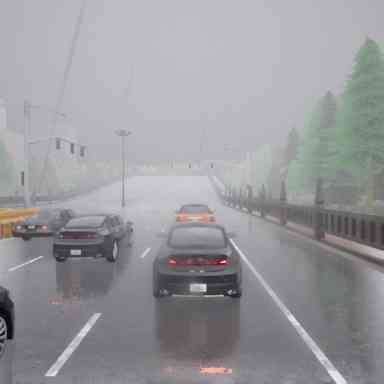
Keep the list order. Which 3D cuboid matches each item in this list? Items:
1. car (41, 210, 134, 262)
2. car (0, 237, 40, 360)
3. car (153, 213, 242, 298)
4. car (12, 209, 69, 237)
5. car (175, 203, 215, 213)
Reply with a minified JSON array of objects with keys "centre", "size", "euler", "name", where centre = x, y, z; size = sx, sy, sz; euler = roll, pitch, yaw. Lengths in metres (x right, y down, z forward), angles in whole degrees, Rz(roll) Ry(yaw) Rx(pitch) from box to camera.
[{"centre":[-3.365,1.505,12.071],"size":[1.837,1.490,4.892],"euler":[0,0,0],"name":"car"},{"centre":[-3.393,1.492,2.717],"size":[2.128,1.511,4.902],"euler":[0,0,0],"name":"car"},{"centre":[0.124,1.505,8.497],"size":[1.837,1.490,4.892],"euler":[0,0,0],"name":"car"},{"centre":[-6.853,1.547,16.733],"size":[2.033,1.411,5.357],"euler":[0,0,0],"name":"car"},{"centre":[0.150,1.352,17.512],"size":[2.097,1.767,4.553],"euler":[0,0,0],"name":"car"}]
